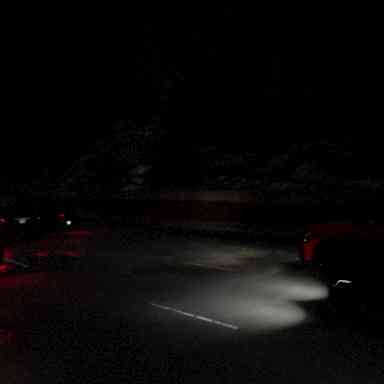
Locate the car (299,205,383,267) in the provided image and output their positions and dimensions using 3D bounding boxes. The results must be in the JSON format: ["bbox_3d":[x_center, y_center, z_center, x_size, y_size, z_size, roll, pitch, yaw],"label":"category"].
[{"bbox_3d":[5.705,1.240,8.578,5.566,2.045,2.150,0,0,36],"label":"car"}]

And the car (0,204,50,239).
[{"bbox_3d":[-9.215,1.361,16.471,4.553,1.767,2.097,0,0,43],"label":"car"}]

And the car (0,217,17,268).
[{"bbox_3d":[-7.240,1.529,9.958,4.674,1.442,1.812,0,0,40],"label":"car"}]

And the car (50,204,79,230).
[{"bbox_3d":[-8.897,1.521,20.989,4.892,1.490,1.837,0,0,44],"label":"car"}]

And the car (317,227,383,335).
[{"bbox_3d":[4.616,1.541,5.085,4.674,1.442,1.812,0,0,35],"label":"car"}]
